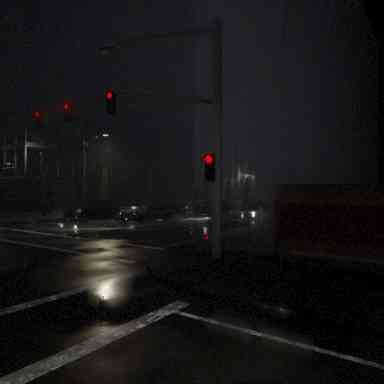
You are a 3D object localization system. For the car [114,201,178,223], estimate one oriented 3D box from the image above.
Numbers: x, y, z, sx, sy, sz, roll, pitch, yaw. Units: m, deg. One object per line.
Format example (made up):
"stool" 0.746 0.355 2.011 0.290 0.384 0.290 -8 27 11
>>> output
"car" -3.483 1.656 25.994 1.895 1.301 4.718 0 0 36

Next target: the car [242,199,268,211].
"car" 8.015 1.581 42.007 1.812 1.442 4.674 0 0 36

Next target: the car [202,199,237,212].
"car" 3.537 1.603 41.789 2.033 1.411 5.357 0 0 35

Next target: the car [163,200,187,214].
"car" -2.425 1.560 33.475 1.837 1.490 4.892 0 0 36

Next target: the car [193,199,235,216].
"car" 2.039 1.533 33.693 1.882 1.535 5.008 0 0 35

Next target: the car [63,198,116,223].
"car" -7.748 1.407 26.047 2.097 1.767 4.553 0 0 36
